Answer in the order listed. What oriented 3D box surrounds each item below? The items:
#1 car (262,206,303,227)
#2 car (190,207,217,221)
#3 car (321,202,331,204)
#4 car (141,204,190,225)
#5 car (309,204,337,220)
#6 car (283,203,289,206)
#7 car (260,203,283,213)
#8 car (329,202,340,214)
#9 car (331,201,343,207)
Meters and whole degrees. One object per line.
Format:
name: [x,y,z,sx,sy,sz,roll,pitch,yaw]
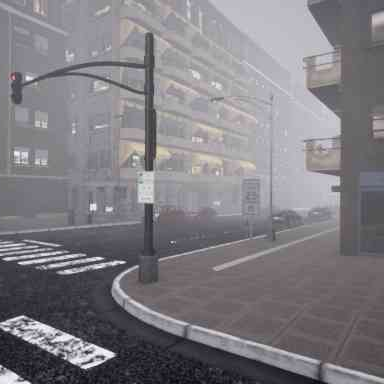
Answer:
car: [7.722,2.095,27.421,1.947,1.339,4.313,-1,-2,35]
car: [0.892,2.063,32.162,1.802,1.307,4.206,-1,-1,35]
car: [19.529,2.546,48.900,1.895,1.301,4.718,0,-1,35]
car: [-2.343,1.821,27.503,1.967,1.590,4.097,-1,-1,35]
car: [14.192,2.296,36.745,1.947,1.339,4.313,-1,-2,35]
car: [13.735,2.404,50.671,1.752,1.417,4.829,-1,-1,35]
car: [10.597,2.327,46.148,1.887,1.381,4.507,-1,-1,35]
car: [20.759,2.458,46.210,1.752,1.417,4.829,-1,-2,35]
car: [36.451,3.022,83.464,1.967,1.590,4.097,-1,-1,35]
